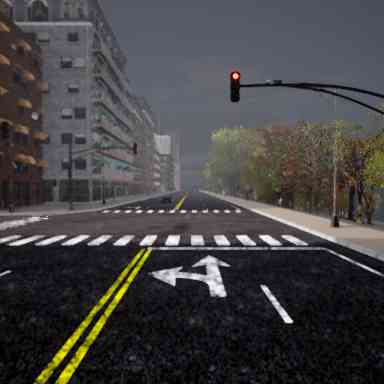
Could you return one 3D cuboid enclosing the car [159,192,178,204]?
[{"bbox_3d":[-3.292,0.982,45.323,1.994,1.385,4.181,0,1,0],"label":"car"}]

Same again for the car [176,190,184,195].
[{"bbox_3d":[-3.334,0.139,91.905,1.994,1.385,4.181,0,1,0],"label":"car"}]
